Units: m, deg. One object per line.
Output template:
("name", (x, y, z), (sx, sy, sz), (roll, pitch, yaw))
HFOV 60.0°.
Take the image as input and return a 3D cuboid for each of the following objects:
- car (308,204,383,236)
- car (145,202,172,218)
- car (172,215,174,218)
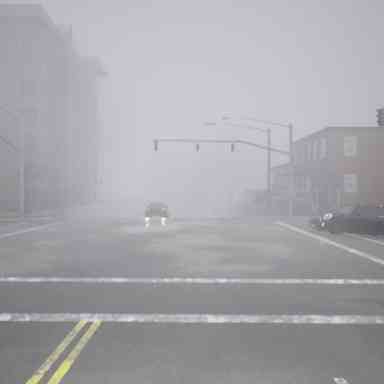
("car", (8.696, 1.426, 17.717), (4.553, 1.767, 2.097), (6, 0, -3))
("car", (-3.579, 1.819, 34.393), (2.097, 1.767, 4.553), (0, -4, 0))
("car", (-3.570, 3.548, 45.532), (2.097, 1.767, 4.553), (0, -12, 0))
